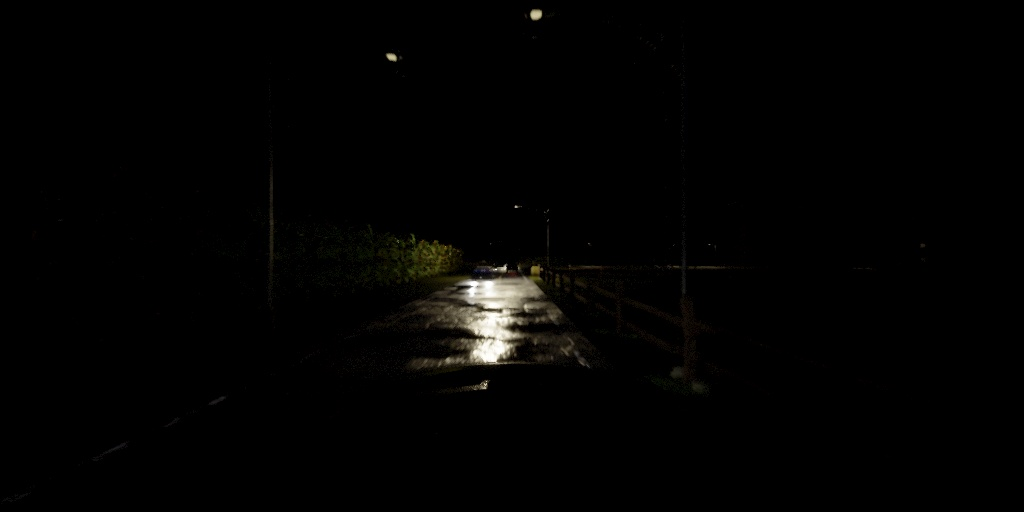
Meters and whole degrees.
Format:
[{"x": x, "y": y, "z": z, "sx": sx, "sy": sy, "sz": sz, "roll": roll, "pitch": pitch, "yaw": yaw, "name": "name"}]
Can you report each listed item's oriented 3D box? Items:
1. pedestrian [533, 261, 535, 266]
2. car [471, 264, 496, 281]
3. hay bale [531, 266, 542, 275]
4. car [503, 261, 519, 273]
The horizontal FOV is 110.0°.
[{"x": 2.840, "y": 1.494, "z": 47.125, "sx": 0.375, "sy": 1.860, "sz": 0.375, "roll": 0, "pitch": 0, "yaw": -2, "name": "pedestrian"}, {"x": -2.825, "y": 1.663, "z": 34.815, "sx": 1.895, "sy": 1.301, "sz": 4.718, "roll": 0, "pitch": -1, "yaw": 0, "name": "car"}, {"x": 3.140, "y": 1.836, "z": 46.022, "sx": 1.220, "sy": 1.180, "sz": 1.240, "roll": 0, "pitch": 0, "yaw": 0, "name": "hay bale"}, {"x": 0.019, "y": 1.792, "z": 55.717, "sx": 1.837, "sy": 1.490, "sz": 4.892, "roll": 0, "pitch": 0, "yaw": 0, "name": "car"}]
